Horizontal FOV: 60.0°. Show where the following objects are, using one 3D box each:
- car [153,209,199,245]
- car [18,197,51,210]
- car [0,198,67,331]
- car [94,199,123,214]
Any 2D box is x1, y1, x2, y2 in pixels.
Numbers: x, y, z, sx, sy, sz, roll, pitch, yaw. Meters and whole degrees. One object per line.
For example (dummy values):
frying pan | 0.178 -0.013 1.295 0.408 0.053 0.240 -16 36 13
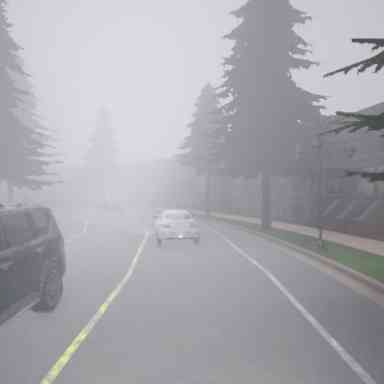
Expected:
car | -0.823 1.532 15.650 1.812 1.442 4.674 0 0 -9
car | -20.522 1.494 43.195 5.008 1.535 1.882 0 0 39
car | -3.653 1.223 4.756 2.150 2.045 5.566 0 0 -1
car | -9.101 1.506 35.999 2.128 1.511 4.902 0 0 -34
